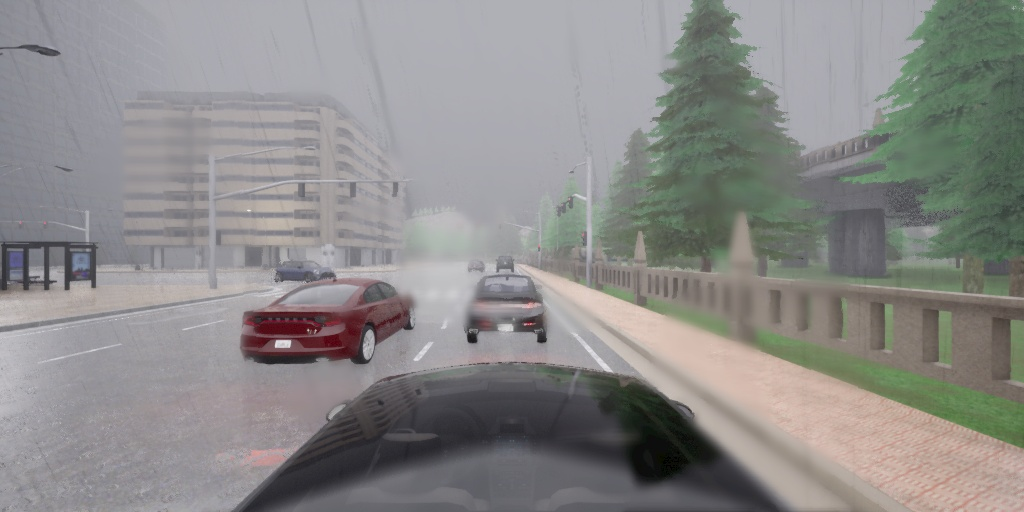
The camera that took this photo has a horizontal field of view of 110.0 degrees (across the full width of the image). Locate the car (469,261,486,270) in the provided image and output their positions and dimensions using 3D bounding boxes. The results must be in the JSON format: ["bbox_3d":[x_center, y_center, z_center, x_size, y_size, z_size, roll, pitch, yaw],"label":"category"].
[{"bbox_3d":[-4.370,1.298,44.994,2.033,1.411,5.357,0,0,-1],"label":"car"}]

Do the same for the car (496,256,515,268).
[{"bbox_3d":[-0.867,0.971,45.283,2.150,2.045,5.566,0,0,-1],"label":"car"}]

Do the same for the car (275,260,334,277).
[{"bbox_3d":[-15.758,1.149,27.469,4.553,1.767,2.097,0,0,19],"label":"car"}]

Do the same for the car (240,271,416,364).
[{"bbox_3d":[-3.596,1.228,8.095,1.882,1.535,5.008,0,0,0],"label":"car"}]

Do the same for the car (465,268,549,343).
[{"bbox_3d":[-0.128,1.242,9.656,2.128,1.511,4.902,0,0,-1],"label":"car"}]
